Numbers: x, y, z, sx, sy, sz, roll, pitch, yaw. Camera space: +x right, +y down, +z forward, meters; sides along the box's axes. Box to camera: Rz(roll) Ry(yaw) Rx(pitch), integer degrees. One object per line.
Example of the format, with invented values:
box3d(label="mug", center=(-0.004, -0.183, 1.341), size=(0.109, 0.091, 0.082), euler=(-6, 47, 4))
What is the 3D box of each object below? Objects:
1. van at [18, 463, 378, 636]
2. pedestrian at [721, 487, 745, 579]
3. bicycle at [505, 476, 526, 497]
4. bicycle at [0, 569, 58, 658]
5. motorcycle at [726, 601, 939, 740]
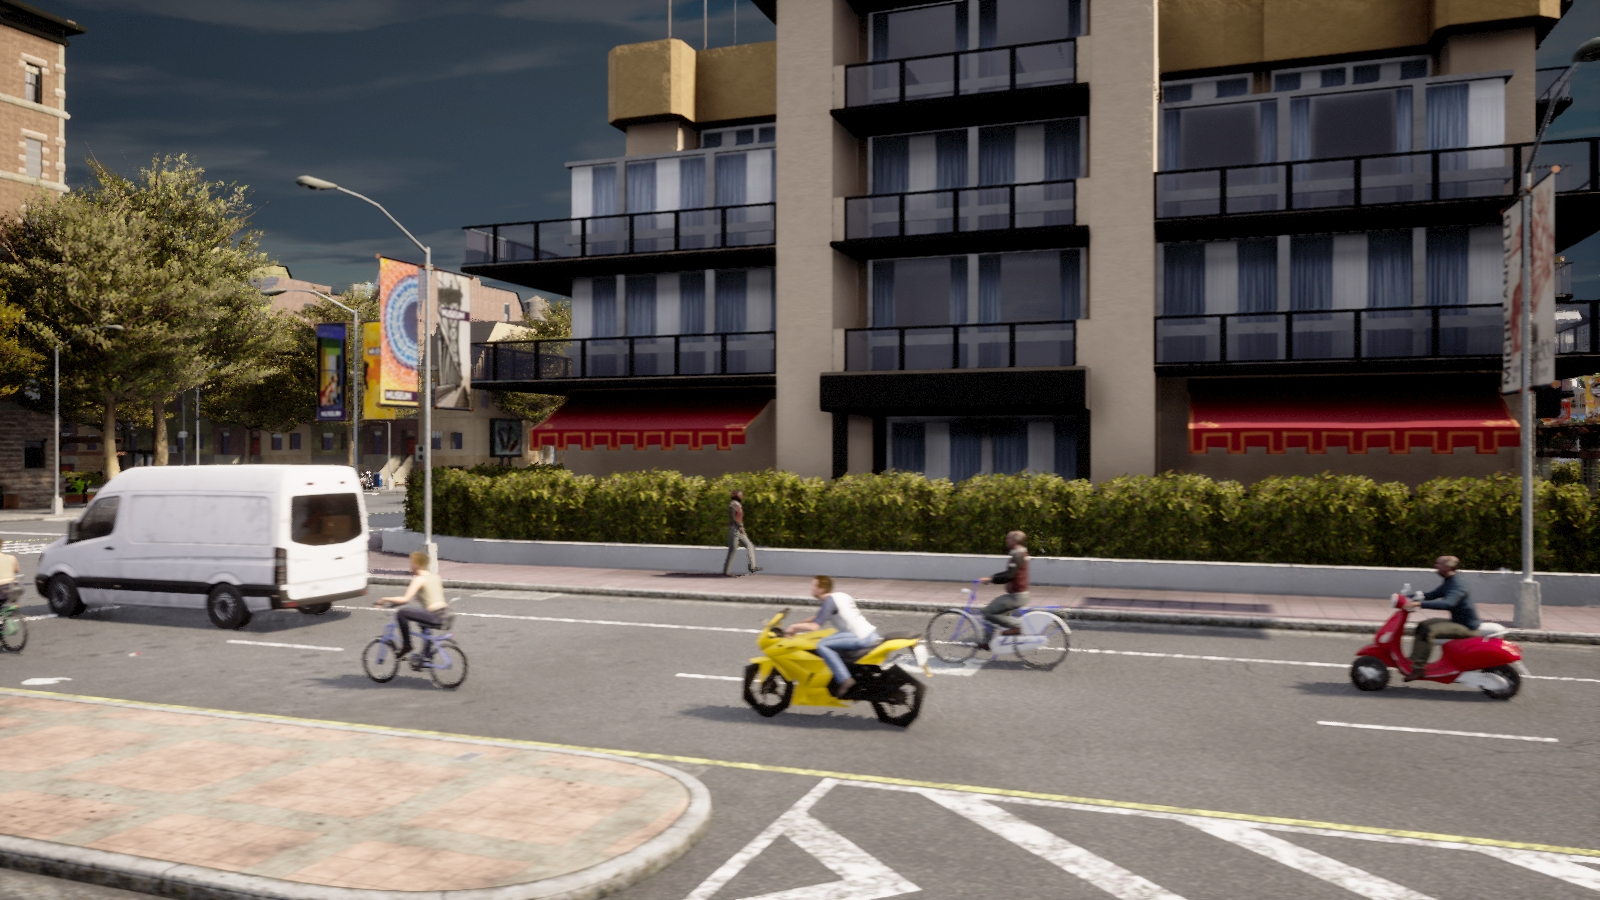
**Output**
box3d(label="van", center=(-10.206, 1.535, 19.332), size=(5.915, 2.561, 1.988), euler=(0, 0, 21))
box3d(label="pedestrian", center=(-1.379, 1.697, 23.556), size=(0.375, 1.860, 0.375), euler=(0, 0, 17))
box3d(label="bicycle", center=(-17.188, 2.207, 69.133), size=(0.373, 1.196, 1.643), euler=(0, 0, 20))
box3d(label="bicycle", center=(-11.302, 2.257, 15.949), size=(1.487, 1.080, 0.859), euler=(0, 0, 20))
box3d(label="motorcycle", center=(0.336, 2.213, 11.710), size=(2.033, 1.145, 0.803), euler=(0, 0, 20))
